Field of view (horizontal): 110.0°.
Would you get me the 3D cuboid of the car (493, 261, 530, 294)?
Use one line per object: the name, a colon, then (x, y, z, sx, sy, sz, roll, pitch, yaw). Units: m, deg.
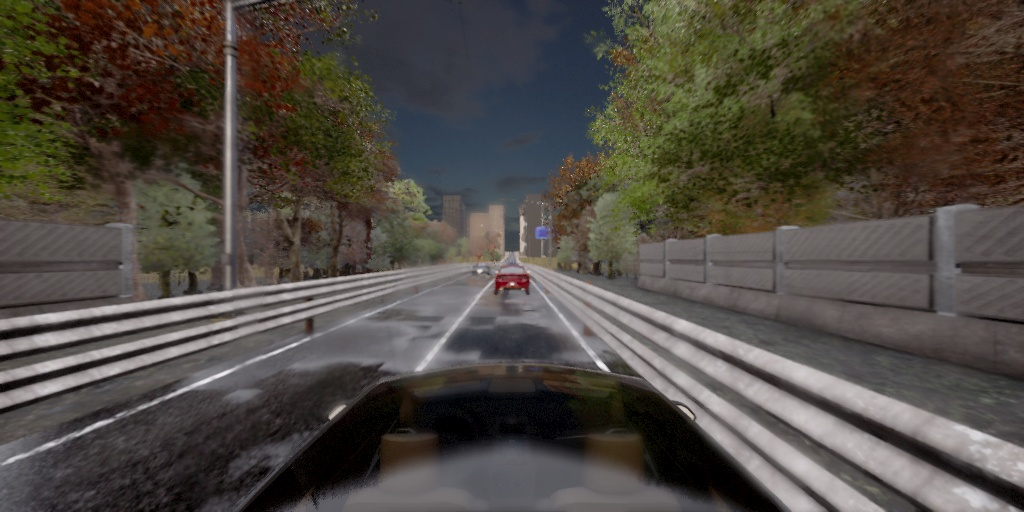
car: (0.031, 1.248, 20.516, 1.882, 1.535, 5.008, 0, 0, 0)

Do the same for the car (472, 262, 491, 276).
car: (-3.304, 1.428, 39.436, 2.128, 1.511, 4.902, 0, -1, 0)
